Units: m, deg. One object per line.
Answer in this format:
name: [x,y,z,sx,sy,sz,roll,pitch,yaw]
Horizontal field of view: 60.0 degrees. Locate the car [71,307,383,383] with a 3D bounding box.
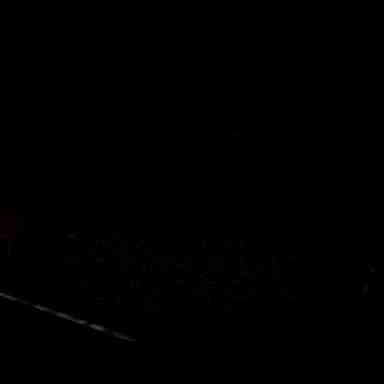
car: [0.937,1.571,2.296,4.313,1.339,1.947,-1,-1,35]

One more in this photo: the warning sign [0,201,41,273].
warning sign: [-5.227,1.214,9.519,1.060,1.860,1.300,-1,0,35]
